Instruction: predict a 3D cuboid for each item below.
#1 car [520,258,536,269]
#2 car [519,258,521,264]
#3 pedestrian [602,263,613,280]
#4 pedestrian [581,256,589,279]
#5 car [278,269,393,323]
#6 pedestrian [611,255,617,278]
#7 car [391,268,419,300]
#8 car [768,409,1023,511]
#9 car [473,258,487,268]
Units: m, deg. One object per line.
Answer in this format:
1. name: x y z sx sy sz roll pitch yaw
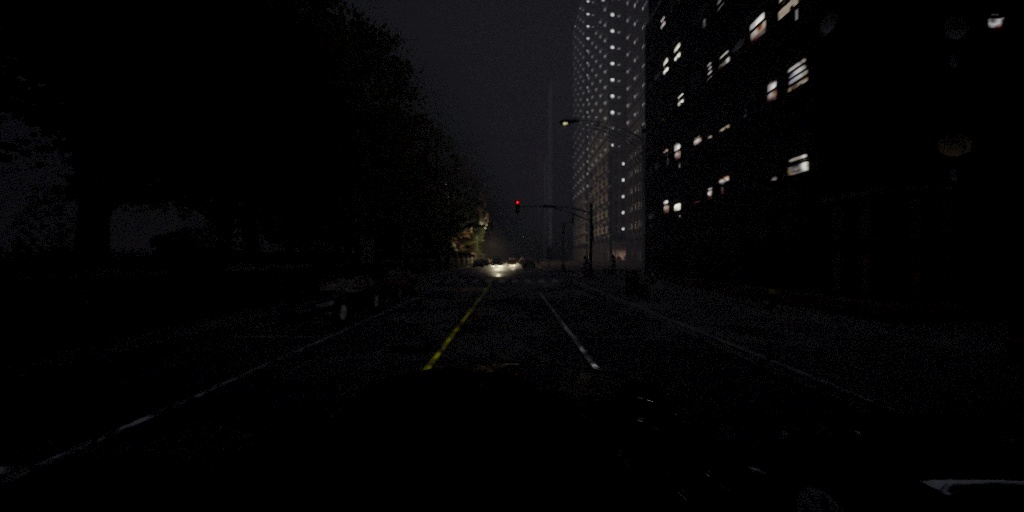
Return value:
1. car: 2.685 1.286 55.351 1.948 1.339 4.313 0 0 0
2. car: 2.684 1.286 60.983 1.948 1.339 4.313 0 0 0
3. pedestrian: 7.002 1.221 26.707 0.500 1.100 0.500 0 0 0
4. pedestrian: 5.782 0.865 27.907 0.375 1.860 0.375 0 0 0
5. car: -5.770 1.290 11.892 2.007 1.370 4.403 0 0 0
6. pedestrian: 7.766 0.779 27.308 0.375 1.860 0.375 0 0 0
7. car: -5.822 1.280 17.432 1.888 1.381 4.507 0 0 0
8. car: 2.689 1.302 0.819 2.007 1.370 4.403 0 0 0
9. car: -5.696 1.302 60.983 1.802 1.307 4.207 0 0 0
